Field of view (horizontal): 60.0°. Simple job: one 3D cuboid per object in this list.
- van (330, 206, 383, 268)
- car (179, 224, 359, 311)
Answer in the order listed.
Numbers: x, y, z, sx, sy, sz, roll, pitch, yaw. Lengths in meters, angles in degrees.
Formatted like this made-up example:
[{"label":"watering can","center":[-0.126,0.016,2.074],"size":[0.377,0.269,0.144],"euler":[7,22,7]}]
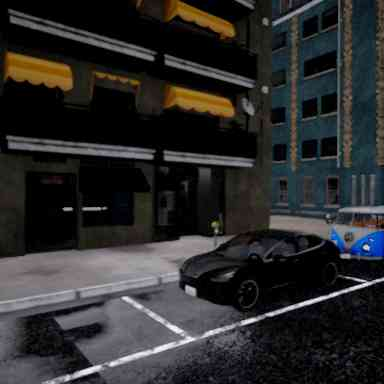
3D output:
[{"label":"van","center":[6.253,1.364,11.010],"size":[3.998,1.788,1.690],"euler":[0,0,-35]},{"label":"car","center":[1.755,1.578,7.803],"size":[4.313,1.339,1.947],"euler":[0,0,-35]}]
